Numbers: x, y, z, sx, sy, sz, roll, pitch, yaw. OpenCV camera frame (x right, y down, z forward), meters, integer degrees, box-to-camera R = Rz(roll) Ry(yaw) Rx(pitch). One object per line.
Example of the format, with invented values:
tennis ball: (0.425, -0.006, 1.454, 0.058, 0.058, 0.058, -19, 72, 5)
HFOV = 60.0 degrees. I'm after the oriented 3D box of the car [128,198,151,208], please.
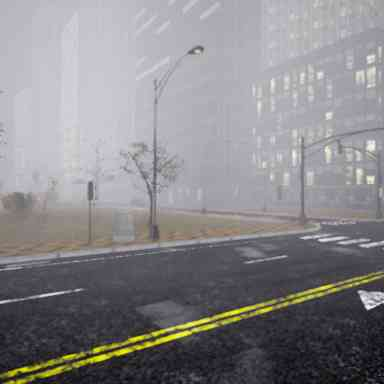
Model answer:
car: (-8.200, 1.650, 51.792, 1.882, 1.535, 5.008, 0, 0, -35)
